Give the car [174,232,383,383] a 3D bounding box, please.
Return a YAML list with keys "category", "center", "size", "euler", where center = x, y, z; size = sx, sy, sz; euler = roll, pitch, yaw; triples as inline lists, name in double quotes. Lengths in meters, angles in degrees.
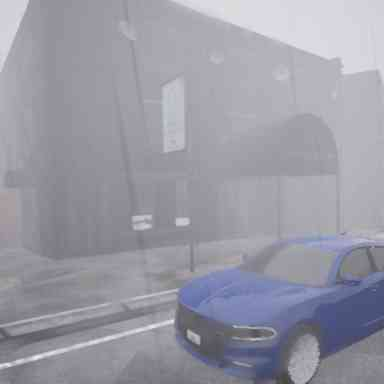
- category: "car"
  center: [2.052, 1.476, 5.465]
  size: [5.008, 1.535, 1.882]
  euler: [0, 0, -36]
